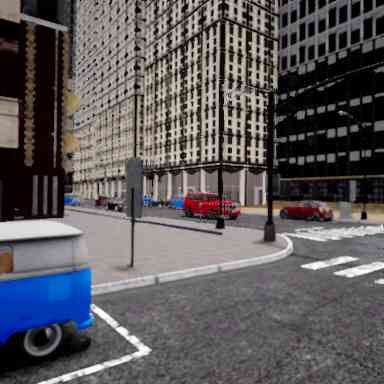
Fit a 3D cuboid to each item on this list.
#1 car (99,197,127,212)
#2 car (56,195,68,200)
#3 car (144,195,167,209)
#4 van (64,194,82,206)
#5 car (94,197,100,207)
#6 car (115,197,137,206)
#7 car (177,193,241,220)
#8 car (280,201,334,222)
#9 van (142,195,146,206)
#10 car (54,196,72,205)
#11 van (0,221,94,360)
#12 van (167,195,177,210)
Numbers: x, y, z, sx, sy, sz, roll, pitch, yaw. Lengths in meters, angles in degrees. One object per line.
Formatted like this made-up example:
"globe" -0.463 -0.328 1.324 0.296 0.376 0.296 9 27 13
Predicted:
"car" -7.751 1.362 35.136 2.008 1.369 4.403 1 -1 -35
"car" -33.613 1.463 86.047 1.802 1.307 4.206 1 -1 -35
"car" -4.187 1.480 44.592 2.008 1.369 4.403 1 -1 -35
"van" -17.556 1.131 48.956 1.690 1.788 3.998 1 -1 -35
"car" -11.809 1.362 45.384 1.812 1.442 4.674 1 -1 -35
"car" -10.726 1.481 53.804 1.947 1.339 4.313 1 -1 -35
"car" 1.462 1.089 26.638 2.150 2.045 5.566 1 0 -35
"car" 8.893 1.402 26.169 1.967 1.590 4.097 1 -1 -35
"van" -7.453 1.263 49.201 1.690 1.788 3.998 1 -1 -35
"car" -20.829 1.366 53.561 1.802 1.307 4.206 1 -1 -35
"van" -3.342 1.342 4.322 3.998 1.788 1.690 0 1 -35
"van" -0.914 1.278 39.988 1.690 1.788 3.998 1 -1 -35
